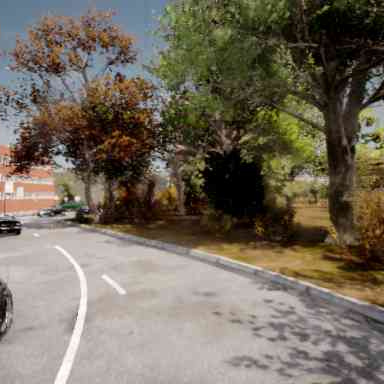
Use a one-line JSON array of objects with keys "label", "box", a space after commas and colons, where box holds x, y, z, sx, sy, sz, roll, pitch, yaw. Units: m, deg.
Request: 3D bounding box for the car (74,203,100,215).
[{"label": "car", "box": [-15.041, 2.683, 48.910, 1.895, 1.301, 4.718, -1, -1, 6]}]

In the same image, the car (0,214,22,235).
[{"label": "car", "box": [-12.460, 2.153, 21.958, 1.895, 1.301, 4.718, -1, -1, -33]}]

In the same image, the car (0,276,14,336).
[{"label": "car", "box": [-3.710, 1.684, 3.975, 1.994, 1.385, 4.181, -1, -1, -13]}]

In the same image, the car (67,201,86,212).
[{"label": "car", "box": [-21.641, 2.622, 60.466, 5.566, 2.045, 2.435, -1, -1, 6]}]

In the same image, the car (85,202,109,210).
[{"label": "car", "box": [-20.455, 3.040, 71.703, 4.674, 1.452, 2.002, -1, -1, 6]}]

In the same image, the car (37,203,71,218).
[{"label": "car", "box": [-18.787, 2.584, 44.626, 2.128, 1.511, 4.902, -1, -1, 6]}]

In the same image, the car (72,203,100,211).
[{"label": "car", "box": [-21.035, 2.939, 66.082, 5.008, 1.535, 2.097, -1, -1, 6]}]
